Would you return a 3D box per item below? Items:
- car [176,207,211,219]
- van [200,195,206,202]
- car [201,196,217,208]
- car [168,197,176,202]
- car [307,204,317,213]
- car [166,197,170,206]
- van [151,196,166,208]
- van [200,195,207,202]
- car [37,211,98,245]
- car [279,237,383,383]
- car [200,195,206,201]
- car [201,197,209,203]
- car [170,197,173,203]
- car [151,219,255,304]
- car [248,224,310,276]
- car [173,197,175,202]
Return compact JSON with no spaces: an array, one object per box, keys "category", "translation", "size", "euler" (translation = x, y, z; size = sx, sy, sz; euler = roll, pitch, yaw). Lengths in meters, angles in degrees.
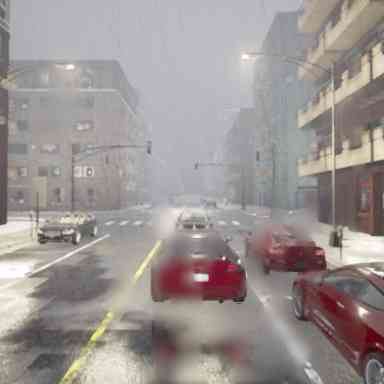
[{"category":"car","translation":[0.098,1.678,17.689],"size":[1.895,1.301,4.718],"euler":[0,0,0]},{"category":"van","translation":[3.098,1.737,93.542],"size":[1.690,1.788,3.998],"euler":[1,0,0]},{"category":"car","translation":[2.950,1.775,52.273],"size":[2.008,1.369,4.403],"euler":[1,0,0]},{"category":"car","translation":[-5.320,1.919,87.947],"size":[1.887,1.381,4.507],"euler":[1,0,0]},{"category":"car","translation":[15.538,1.676,38.049],"size":[4.507,1.381,1.887],"euler":[0,-1,1]},{"category":"car","translation":[-5.493,1.821,59.594],"size":[1.947,1.339,4.313],"euler":[1,0,0]},{"category":"van","translation":[-5.599,1.573,53.933],"size":[1.690,1.788,3.998],"euler":[1,0,0]},{"category":"van","translation":[3.063,1.714,87.871],"size":[1.690,1.788,3.998],"euler":[1,0,0]},{"category":"car","translation":[-5.774,1.621,15.887],"size":[2.008,1.369,4.403],"euler":[1,0,0]},{"category":"car","translation":[2.667,1.602,4.480],"size":[1.802,1.307,4.206],"euler":[1,0,0]},{"category":"car","translation":[2.956,1.852,70.860],"size":[2.008,1.369,4.403],"euler":[1,0,0]},{"category":"car","translation":[2.990,1.907,76.530],"size":[1.802,1.307,4.206],"euler":[1,0,0]},{"category":"car","translation":[-5.457,1.719,65.265],"size":[1.967,1.590,4.097],"euler":[1,0,0]},{"category":"car","translation":[0.107,1.601,8.304],"size":[1.994,1.385,4.181],"euler":[0,0,-1]},{"category":"car","translation":[2.665,1.627,10.150],"size":[1.802,1.307,4.206],"euler":[1,0,0]},{"category":"car","translation":[-5.390,1.892,76.606],"size":[1.947,1.339,4.313],"euler":[1,0,0]}]
